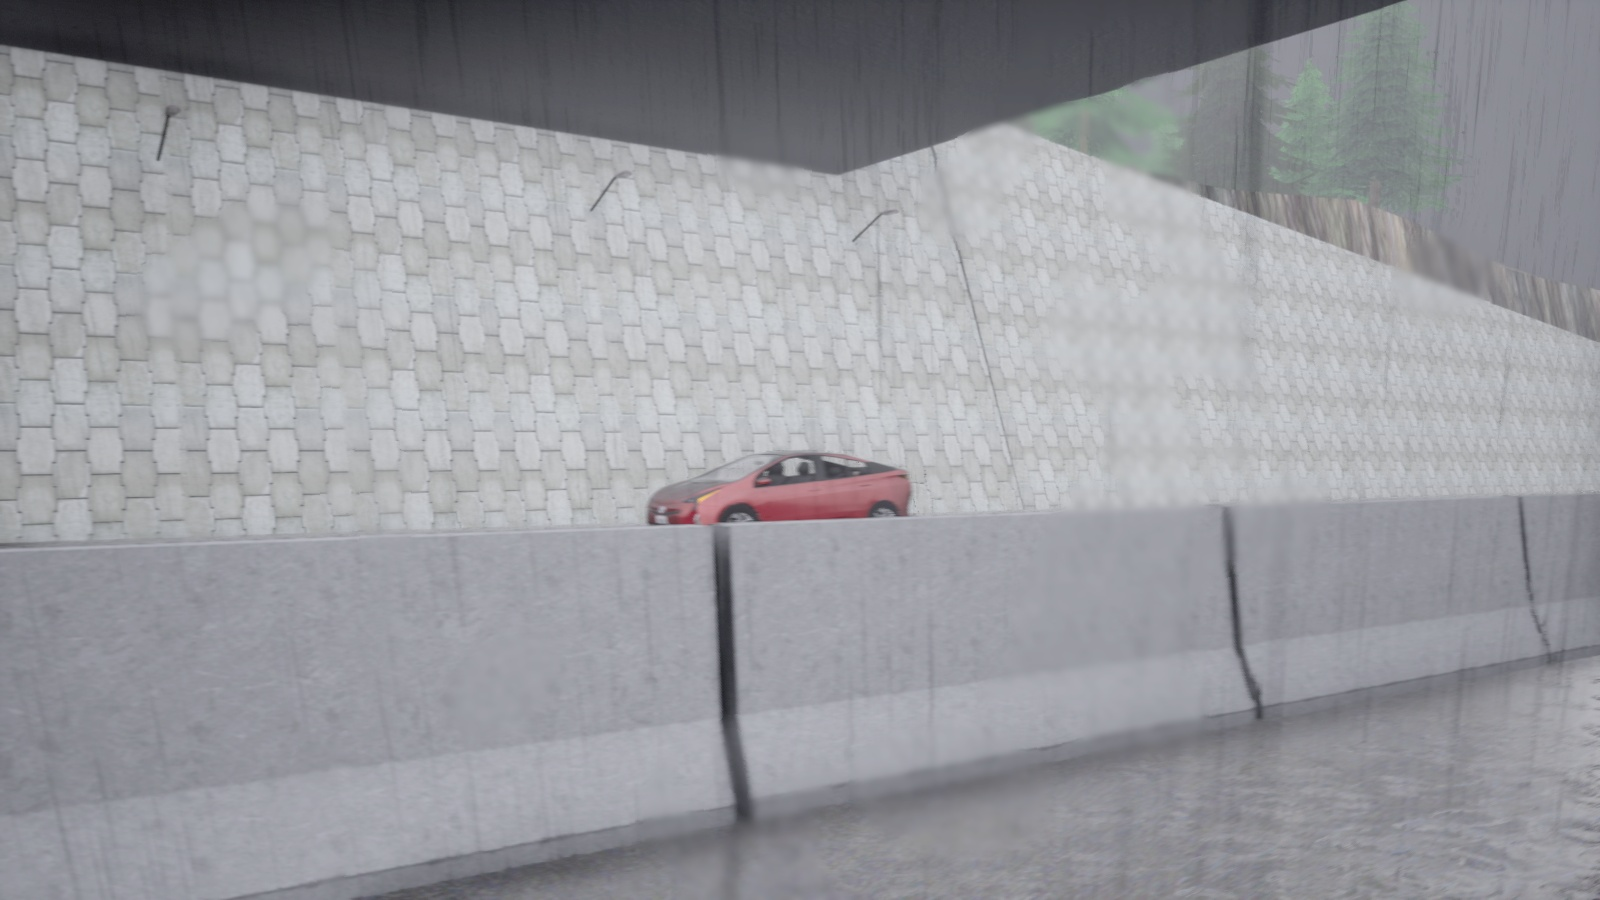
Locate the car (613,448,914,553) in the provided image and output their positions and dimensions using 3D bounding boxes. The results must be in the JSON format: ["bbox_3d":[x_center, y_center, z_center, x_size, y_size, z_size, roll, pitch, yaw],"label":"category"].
[{"bbox_3d":[-0.538,0.743,20.352,4.514,1.525,2.007,0,0,-35],"label":"car"}]
